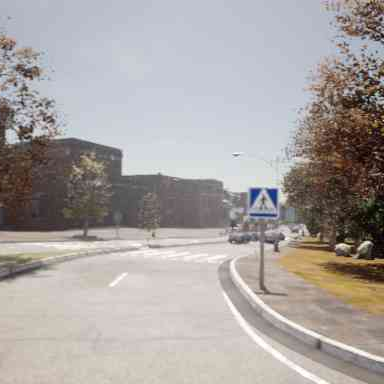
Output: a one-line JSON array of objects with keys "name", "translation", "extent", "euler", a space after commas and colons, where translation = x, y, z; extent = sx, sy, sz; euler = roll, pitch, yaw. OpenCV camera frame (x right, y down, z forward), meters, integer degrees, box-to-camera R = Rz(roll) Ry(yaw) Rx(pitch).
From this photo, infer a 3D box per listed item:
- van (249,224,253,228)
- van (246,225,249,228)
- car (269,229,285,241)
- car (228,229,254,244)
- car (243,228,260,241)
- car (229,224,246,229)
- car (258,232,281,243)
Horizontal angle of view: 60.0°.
[{"name": "van", "translation": [13.830, 9.511, 86.520], "extent": [1.878, 1.987, 4.442], "euler": [1, -5, 21]}, {"name": "van", "translation": [11.856, 9.019, 81.359], "extent": [1.878, 1.987, 4.442], "euler": [1, -5, 21]}, {"name": "car", "translation": [14.467, 7.398, 55.999], "extent": [1.994, 1.385, 4.181], "euler": [1, -5, 21]}, {"name": "car", "translation": [6.088, 5.903, 42.821], "extent": [2.033, 1.411, 5.357], "euler": [1, -6, 21]}, {"name": "car", "translation": [9.599, 6.873, 52.290], "extent": [2.033, 1.411, 5.357], "euler": [1, -5, 21]}, {"name": "car", "translation": [9.917, 8.505, 76.283], "extent": [2.435, 2.045, 5.566], "euler": [1, -5, 21]}, {"name": "car", "translation": [10.919, 6.478, 46.547], "extent": [1.994, 1.385, 4.181], "euler": [1, -5, 20]}]
